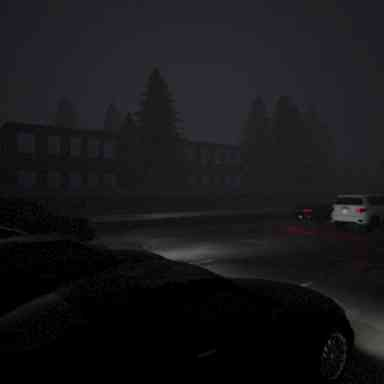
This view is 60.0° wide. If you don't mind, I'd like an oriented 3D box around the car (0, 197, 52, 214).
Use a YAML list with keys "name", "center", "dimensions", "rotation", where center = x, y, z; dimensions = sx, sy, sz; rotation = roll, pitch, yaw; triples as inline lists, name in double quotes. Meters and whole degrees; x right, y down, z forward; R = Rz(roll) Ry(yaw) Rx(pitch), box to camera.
- name: "car"
  center: [-6.436, 1.214, 12.054]
  dimensions: [5.566, 2.045, 2.150]
  rotation: [0, 0, -36]

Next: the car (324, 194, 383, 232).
- name: "car"
  center: [10.656, 1.141, 19.950]
  dimensions: [5.566, 2.045, 2.150]
  rotation: [0, 0, -36]

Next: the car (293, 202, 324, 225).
- name: "car"
  center: [9.070, 1.409, 23.117]
  dimensions: [4.902, 1.511, 2.128]
  rotation: [0, 0, -36]

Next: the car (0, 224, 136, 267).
- name: "car"
  center: [-2.572, 1.520, 6.212]
  dimensions: [4.674, 1.442, 1.812]
  rotation: [0, 0, -36]

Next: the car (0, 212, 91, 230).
- name: "car"
  center: [-5.220, 1.489, 8.622]
  dimensions: [4.902, 1.511, 2.128]
  rotation: [0, 0, -36]

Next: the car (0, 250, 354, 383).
- name: "car"
  center: [-0.150, 1.518, 3.639]
  dimensions: [4.674, 1.442, 1.812]
  rotation: [0, 0, -36]
